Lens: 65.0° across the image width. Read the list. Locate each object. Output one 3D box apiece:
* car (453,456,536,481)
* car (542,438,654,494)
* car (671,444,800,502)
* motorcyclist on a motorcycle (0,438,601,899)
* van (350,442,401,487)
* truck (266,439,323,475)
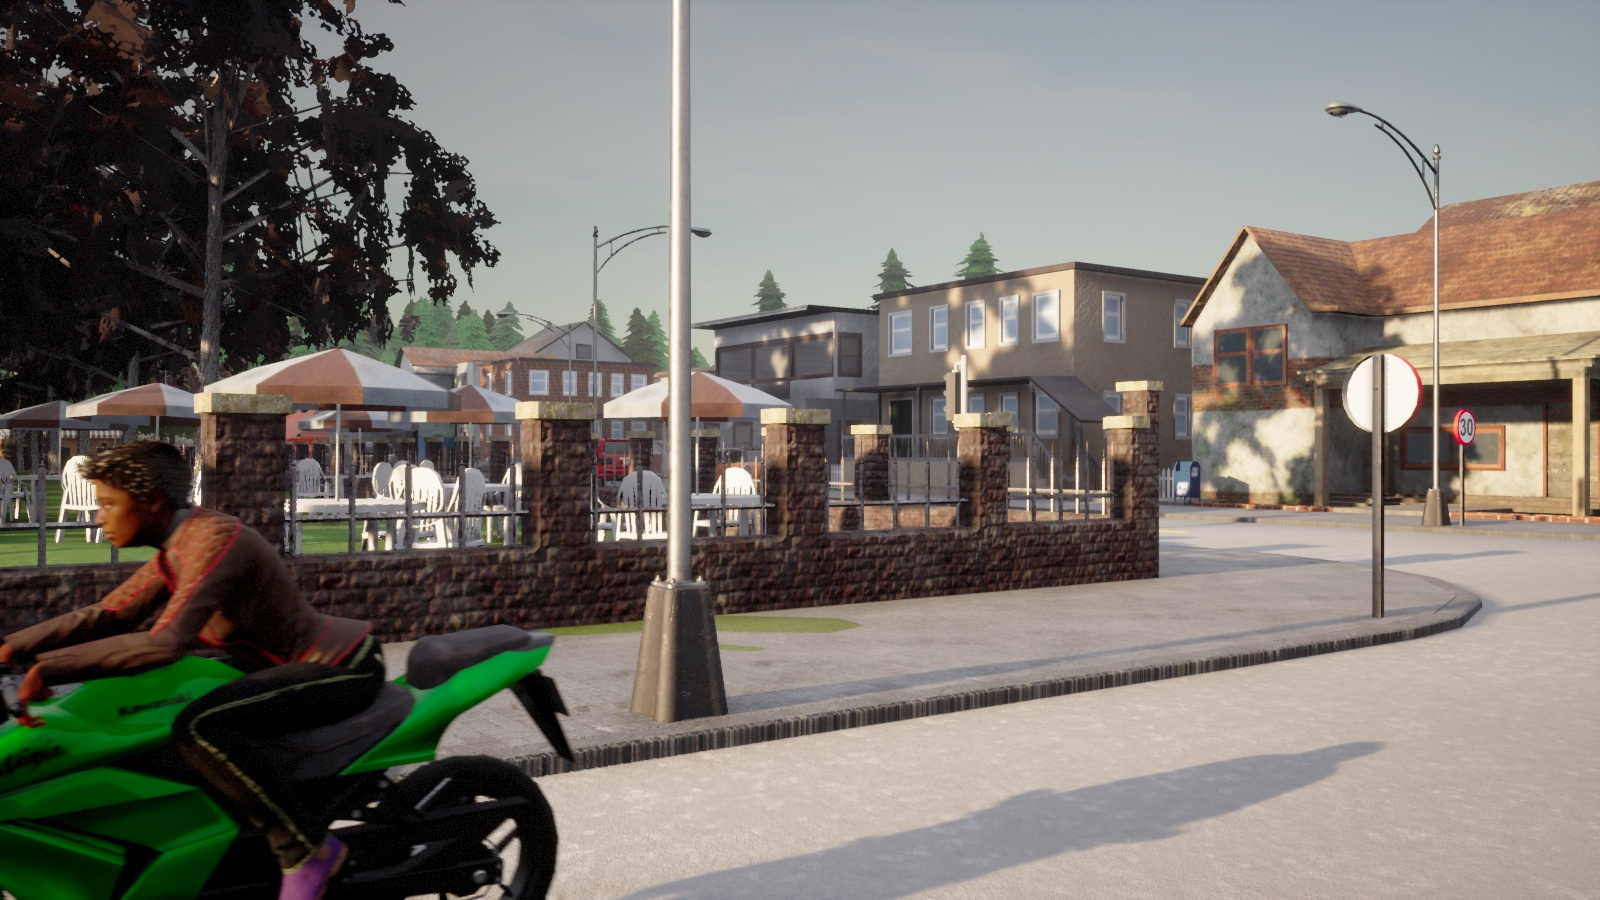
[{"bbox_3d":[-17.524,1.022,72.079,4.181,1.385,1.994,0,0,-36],"label":"car"},{"bbox_3d":[-7.976,0.601,49.126,2.150,2.045,5.566,0,0,-35],"label":"car"},{"bbox_3d":[-2.155,0.708,40.806,2.097,1.767,4.553,0,0,-35],"label":"car"},{"bbox_3d":[-1.607,0.738,3.145,2.044,1.523,0.797,0,0,-35],"label":"motorcyclist on a motorcycle"},{"bbox_3d":[-20.445,0.659,60.394,2.069,2.038,4.480,-1,0,-22],"label":"van"},{"bbox_3d":[-35.760,0.541,88.835,2.627,2.467,5.204,0,-1,-35],"label":"truck"}]
